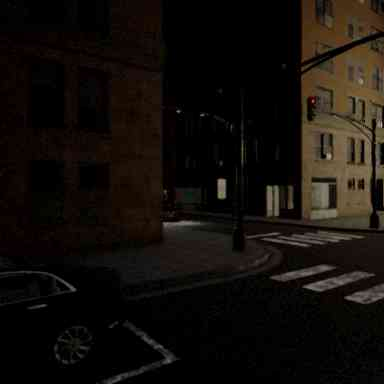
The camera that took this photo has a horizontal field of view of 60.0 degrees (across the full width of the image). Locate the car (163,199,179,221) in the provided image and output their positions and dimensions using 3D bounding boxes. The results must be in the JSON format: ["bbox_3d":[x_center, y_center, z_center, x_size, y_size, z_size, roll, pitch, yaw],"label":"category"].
[{"bbox_3d":[-2.813,1.359,24.929,1.812,1.442,4.674,0,0,-36],"label":"car"}]

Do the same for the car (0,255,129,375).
[{"bbox_3d":[-2.962,1.551,4.074,4.403,1.369,2.008,0,0,-35],"label":"car"}]

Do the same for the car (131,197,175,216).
[{"bbox_3d":[-3.796,1.270,31.389,1.882,1.535,5.008,0,0,-36],"label":"car"}]
